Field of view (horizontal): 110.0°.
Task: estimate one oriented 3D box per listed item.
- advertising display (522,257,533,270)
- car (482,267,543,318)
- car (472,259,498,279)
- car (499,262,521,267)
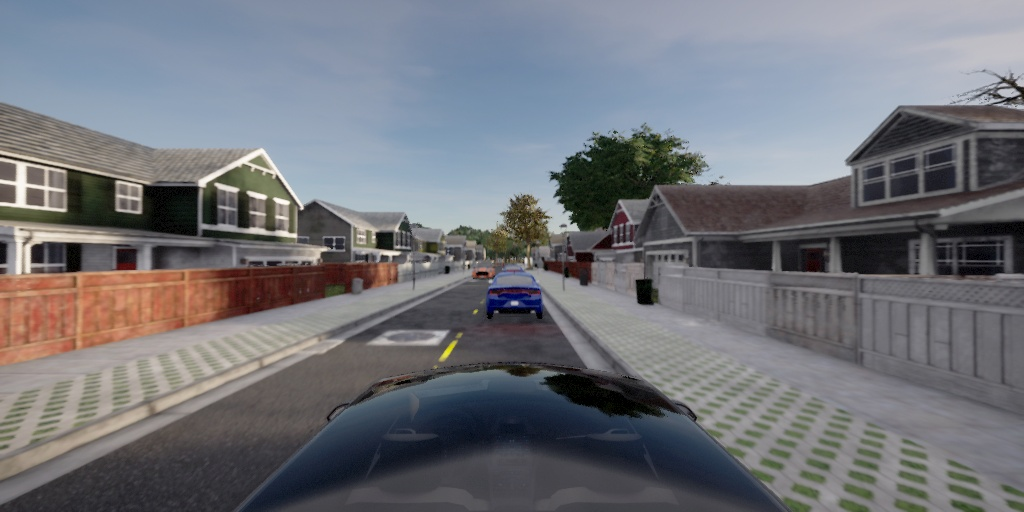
[{"bbox_3d":[3.012,1.401,64.865,1.540,2.440,0.280,0,0,0],"label":"advertising display"},{"bbox_3d":[0.091,1.337,13.620,1.882,1.535,5.008,0,0,0],"label":"car"},{"bbox_3d":[-2.844,1.435,36.634,2.097,1.767,4.553,0,-1,0],"label":"car"},{"bbox_3d":[0.095,1.509,31.493,1.882,1.535,5.008,0,-1,0],"label":"car"}]
